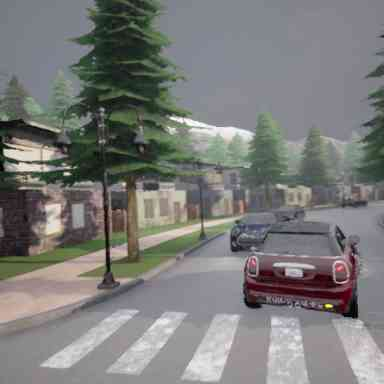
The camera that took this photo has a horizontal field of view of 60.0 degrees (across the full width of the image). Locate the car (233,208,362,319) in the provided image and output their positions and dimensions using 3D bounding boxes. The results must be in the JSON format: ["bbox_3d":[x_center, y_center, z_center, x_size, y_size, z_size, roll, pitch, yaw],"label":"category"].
[{"bbox_3d":[2.828,1.469,7.997,2.097,1.767,4.553,-2,0,27],"label":"car"}]

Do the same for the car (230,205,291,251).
[{"bbox_3d":[3.105,1.573,14.860,2.097,1.767,4.553,-3,-1,19],"label":"car"}]

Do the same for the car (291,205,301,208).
[{"bbox_3d":[7.743,1.742,26.350,2.033,1.411,5.357,-3,-1,28],"label":"car"}]

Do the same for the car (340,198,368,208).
[{"bbox_3d":[21.297,1.451,43.653,4.718,1.301,1.895,-2,-1,-42],"label":"car"}]
